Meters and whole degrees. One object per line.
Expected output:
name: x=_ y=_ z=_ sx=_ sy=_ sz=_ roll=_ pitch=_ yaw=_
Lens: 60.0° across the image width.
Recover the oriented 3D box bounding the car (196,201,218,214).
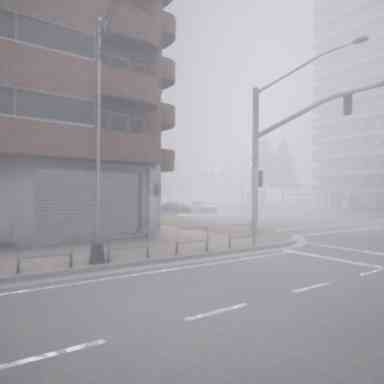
car: x=1.205 y=1.786 z=40.292 sx=1.812 sy=1.442 sz=4.674 roll=1 pitch=-1 yaw=-35

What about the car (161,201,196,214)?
car: x=-1.879 y=1.788 z=38.598 sx=1.994 sy=1.385 sz=4.181 roll=1 pitch=-1 yaw=-35
